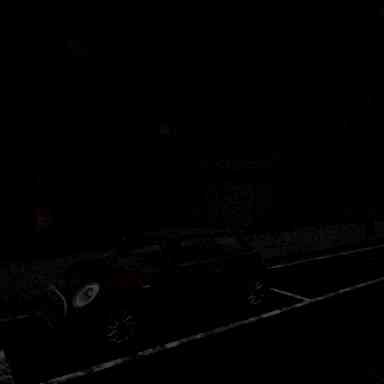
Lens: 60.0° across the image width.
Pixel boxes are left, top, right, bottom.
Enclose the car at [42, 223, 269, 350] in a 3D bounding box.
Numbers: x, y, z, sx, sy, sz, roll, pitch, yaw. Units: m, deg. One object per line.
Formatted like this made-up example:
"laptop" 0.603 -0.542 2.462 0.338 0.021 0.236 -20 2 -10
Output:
"car" -0.530 1.439 6.154 4.097 1.590 1.967 0 0 -35
